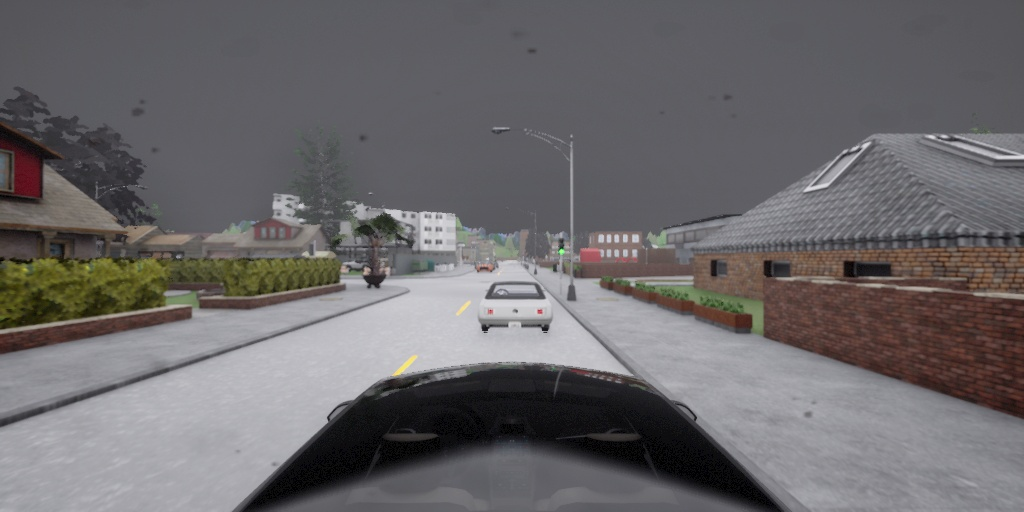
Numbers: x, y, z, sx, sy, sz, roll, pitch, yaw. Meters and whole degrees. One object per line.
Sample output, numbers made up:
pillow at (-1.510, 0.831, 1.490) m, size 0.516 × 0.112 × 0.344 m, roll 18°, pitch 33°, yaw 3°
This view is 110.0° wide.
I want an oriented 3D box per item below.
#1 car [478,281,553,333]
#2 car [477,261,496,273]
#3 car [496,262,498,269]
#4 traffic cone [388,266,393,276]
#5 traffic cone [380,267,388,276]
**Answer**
car at (0.104, 1.417, 11.046) m, size 1.895 × 1.301 × 4.718 m, roll 0°, pitch 0°, yaw 1°
car at (-3.859, 1.457, 51.736) m, size 2.097 × 1.767 × 4.553 m, roll 0°, pitch 0°, yaw 0°
car at (-3.793, 1.677, 61.116) m, size 1.837 × 1.490 × 4.892 m, roll 0°, pitch 0°, yaw 1°
traffic cone at (-15.191, 1.858, 44.135) m, size 0.344 × 0.586 × 0.344 m, roll 0°, pitch 0°, yaw 0°
traffic cone at (-15.554, 1.857, 43.567) m, size 0.344 × 0.586 × 0.344 m, roll 0°, pitch 0°, yaw 0°
